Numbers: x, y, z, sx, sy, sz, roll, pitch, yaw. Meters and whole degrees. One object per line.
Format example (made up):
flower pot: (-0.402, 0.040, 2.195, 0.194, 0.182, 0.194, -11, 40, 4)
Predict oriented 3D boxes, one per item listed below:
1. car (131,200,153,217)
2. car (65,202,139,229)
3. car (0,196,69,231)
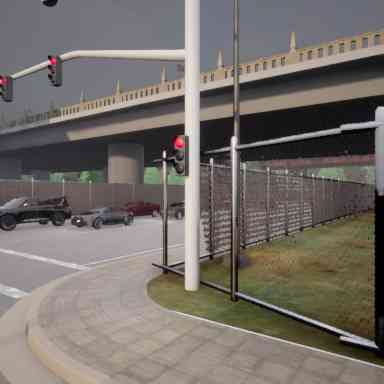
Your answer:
car: (-4.941, 1.533, 29.660, 1.882, 1.535, 5.008, 0, 0, 35)
car: (-5.897, 1.619, 22.254, 1.994, 1.385, 4.181, 0, 0, 35)
car: (-10.616, 1.277, 21.658, 2.150, 2.045, 5.566, 0, 0, 36)
